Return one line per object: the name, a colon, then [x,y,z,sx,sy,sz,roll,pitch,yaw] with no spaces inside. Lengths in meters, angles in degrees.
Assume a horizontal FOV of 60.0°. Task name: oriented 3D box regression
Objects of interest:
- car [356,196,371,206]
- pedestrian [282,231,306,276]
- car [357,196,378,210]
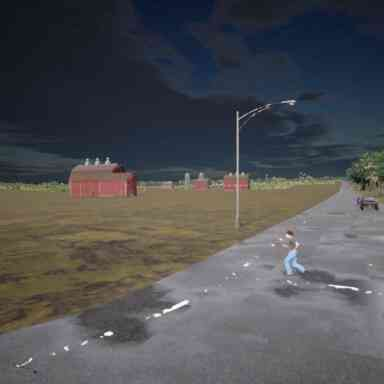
car: [27.702,1.394,53.791,2.033,1.411,5.357,0,0,25]
pedestrian: [2.686,1.574,8.769,0.375,1.300,0.375,-2,1,25]
car: [22.113,1.431,41.698,1.837,1.490,4.892,0,0,24]
